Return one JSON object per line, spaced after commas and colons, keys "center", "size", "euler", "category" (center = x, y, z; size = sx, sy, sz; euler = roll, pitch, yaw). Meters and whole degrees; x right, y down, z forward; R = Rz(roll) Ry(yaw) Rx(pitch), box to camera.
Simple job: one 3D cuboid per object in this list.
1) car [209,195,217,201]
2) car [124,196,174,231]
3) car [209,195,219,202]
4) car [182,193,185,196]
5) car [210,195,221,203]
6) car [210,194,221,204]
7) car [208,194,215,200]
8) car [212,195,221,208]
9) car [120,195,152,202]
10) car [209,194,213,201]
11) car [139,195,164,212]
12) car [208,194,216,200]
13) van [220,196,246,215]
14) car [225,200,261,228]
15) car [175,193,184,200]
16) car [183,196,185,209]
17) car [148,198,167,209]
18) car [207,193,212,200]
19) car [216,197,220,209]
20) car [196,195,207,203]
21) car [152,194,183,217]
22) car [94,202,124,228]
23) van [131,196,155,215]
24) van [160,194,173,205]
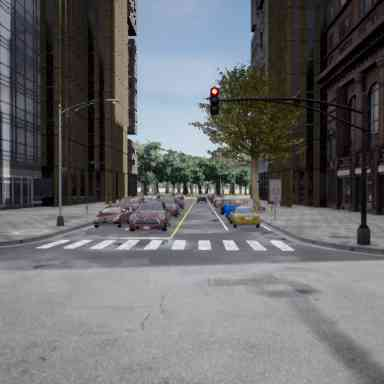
{"center": [4.925, 1.423, 78.477], "size": [1.802, 1.307, 4.206], "euler": [0, 0, 2], "category": "car"}
{"center": [-2.452, 1.335, 20.183], "size": [2.097, 1.767, 4.553], "euler": [0, 0, 0], "category": "car"}
{"center": [4.771, 1.409, 72.800], "size": [2.008, 1.369, 4.403], "euler": [0, 0, 2], "category": "car"}
{"center": [-3.444, 1.367, 84.381], "size": [1.887, 1.381, 4.507], "euler": [0, 0, 2], "category": "car"}
{"center": [4.617, 1.425, 67.123], "size": [2.008, 1.369, 4.403], "euler": [-1, 0, 2], "category": "car"}
{"center": [4.157, 1.467, 50.092], "size": [1.887, 1.381, 4.507], "euler": [-1, 0, 2], "category": "car"}
{"center": [5.232, 1.371, 89.831], "size": [1.947, 1.339, 4.313], "euler": [0, 0, 2], "category": "car"}
{"center": [4.008, 1.462, 44.585], "size": [1.752, 1.417, 4.829], "euler": [-1, 0, 2], "category": "car"}
{"center": [-4.983, 1.287, 27.605], "size": [2.192, 1.841, 5.009], "euler": [-1, 0, 2], "category": "car"}
{"center": [4.310, 1.457, 55.769], "size": [2.008, 1.369, 4.403], "euler": [-1, 0, 2], "category": "car"}
{"center": [-4.675, 1.265, 38.961], "size": [2.192, 1.841, 5.009], "euler": [-1, 0, 2], "category": "car"}
{"center": [5.082, 1.348, 84.324], "size": [1.752, 1.417, 4.829], "euler": [0, 0, 2], "category": "car"}
{"center": [3.540, 1.314, 27.383], "size": [1.690, 1.788, 3.998], "euler": [-1, 0, 2], "category": "van"}
{"center": [3.393, 1.506, 21.875], "size": [1.752, 1.417, 4.829], "euler": [-1, 0, 2], "category": "car"}
{"center": [-3.293, 1.120, 90.058], "size": [2.192, 1.841, 5.009], "euler": [0, 0, 2], "category": "car"}
{"center": [-1.935, 1.545, 41.181], "size": [1.895, 1.301, 4.718], "euler": [0, 0, 2], "category": "car"}
{"center": [-4.519, 1.487, 44.639], "size": [2.008, 1.369, 4.403], "euler": [-1, 0, 2], "category": "car"}
{"center": [4.462, 1.206, 61.446], "size": [2.192, 1.841, 5.009], "euler": [-1, 0, 2], "category": "car"}
{"center": [3.696, 1.528, 33.061], "size": [1.947, 1.339, 4.313], "euler": [-1, 0, 2], "category": "car"}
{"center": [1.926, 1.383, 65.851], "size": [1.837, 1.490, 4.892], "euler": [0, 0, 2], "category": "car"}
{"center": [-2.232, 1.319, 30.359], "size": [2.097, 1.767, 4.553], "euler": [0, 0, 2], "category": "car"}
{"center": [-5.133, 1.563, 21.927], "size": [1.802, 1.307, 4.206], "euler": [-1, 0, 2], "category": "car"}
{"center": [-4.828, 1.303, 33.283], "size": [1.690, 1.788, 3.998], "euler": [-1, 0, 2], "category": "van"}
{"center": [-4.214, 1.247, 55.993], "size": [1.690, 1.788, 3.998], "euler": [0, 0, 2], "category": "van"}
